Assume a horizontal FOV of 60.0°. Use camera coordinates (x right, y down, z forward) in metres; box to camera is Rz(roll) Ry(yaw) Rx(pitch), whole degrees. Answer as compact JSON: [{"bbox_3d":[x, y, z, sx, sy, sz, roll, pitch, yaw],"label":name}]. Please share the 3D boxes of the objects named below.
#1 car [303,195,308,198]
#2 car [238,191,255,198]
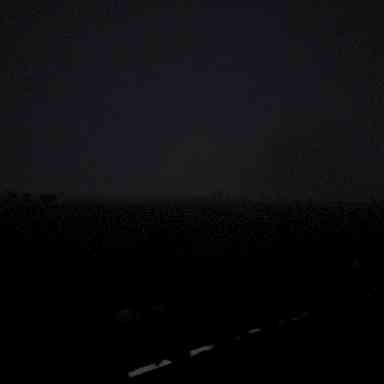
[{"bbox_3d":[20.117,0.865,64.581,2.128,1.511,4.902,0,1,-33],"label":"car"},{"bbox_3d":[12.505,0.808,71.237,1.994,1.385,4.181,0,1,-33],"label":"car"}]
